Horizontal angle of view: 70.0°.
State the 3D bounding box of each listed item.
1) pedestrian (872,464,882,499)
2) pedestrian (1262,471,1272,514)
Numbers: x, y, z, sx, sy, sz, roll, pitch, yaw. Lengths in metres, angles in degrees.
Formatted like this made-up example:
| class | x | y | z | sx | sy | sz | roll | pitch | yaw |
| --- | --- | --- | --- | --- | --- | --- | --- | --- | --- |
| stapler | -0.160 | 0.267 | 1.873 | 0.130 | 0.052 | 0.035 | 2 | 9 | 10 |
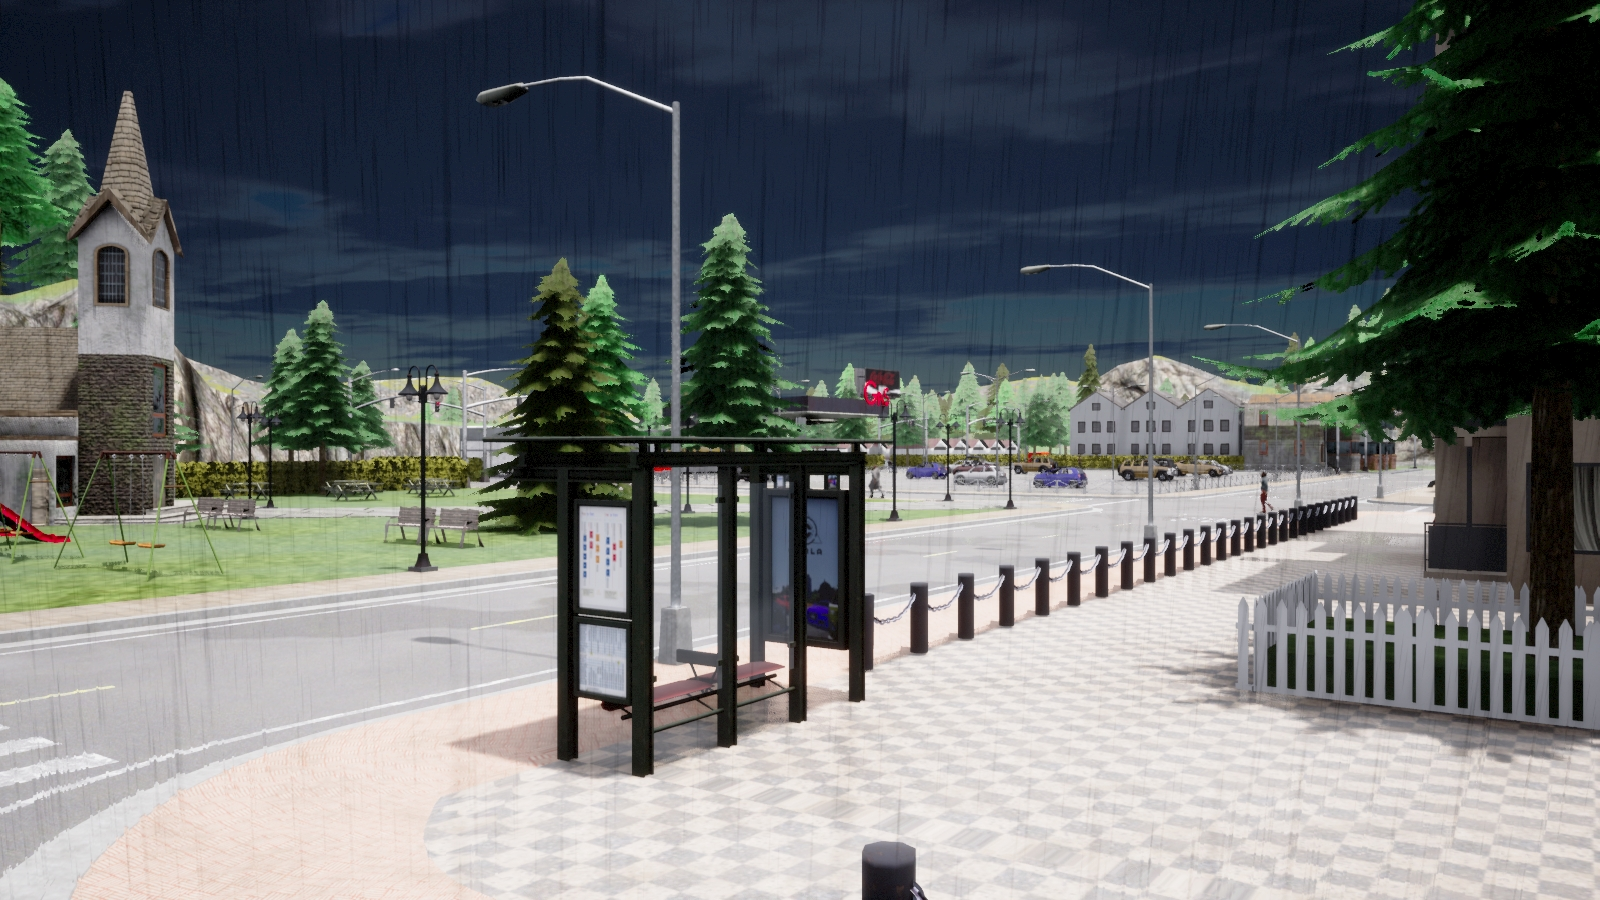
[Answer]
| class | x | y | z | sx | sy | sz | roll | pitch | yaw |
| --- | --- | --- | --- | --- | --- | --- | --- | --- | --- |
| pedestrian | 4.136 | 1.672 | 61.501 | 0.375 | 1.860 | 0.375 | 0 | 0 | 40 |
| pedestrian | 20.163 | 1.821 | 49.364 | 0.375 | 1.860 | 0.375 | 0 | 0 | 20 |
